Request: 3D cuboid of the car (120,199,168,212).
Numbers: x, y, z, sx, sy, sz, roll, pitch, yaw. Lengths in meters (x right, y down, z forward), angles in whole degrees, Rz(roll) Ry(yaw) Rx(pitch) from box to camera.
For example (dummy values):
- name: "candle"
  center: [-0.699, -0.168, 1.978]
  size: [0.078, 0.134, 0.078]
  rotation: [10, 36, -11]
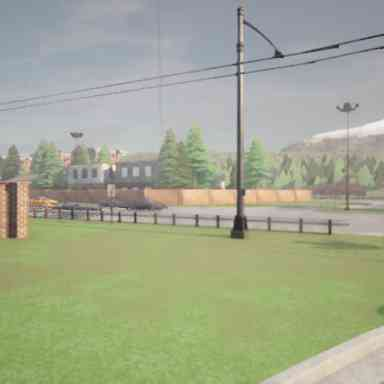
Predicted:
- name: "car"
  center: [-5.458, 1.531, 39.102]
  size: [5.357, 1.411, 2.033]
  rotation: [0, 0, 29]

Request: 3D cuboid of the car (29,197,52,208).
- name: "car"
  center: [-21.518, 1.468, 48.063]
  size: [5.008, 1.535, 1.882]
  rotation: [0, 0, 29]

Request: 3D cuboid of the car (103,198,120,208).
- name: "car"
  center: [-11.237, 1.548, 46.334]
  size: [4.181, 1.385, 1.994]
  rotation: [0, 0, 29]

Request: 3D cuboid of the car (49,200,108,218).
- name: "car"
  center: [-10.121, 1.593, 29.681]
  size: [4.718, 1.301, 1.895]
  rotation: [0, 0, 29]
